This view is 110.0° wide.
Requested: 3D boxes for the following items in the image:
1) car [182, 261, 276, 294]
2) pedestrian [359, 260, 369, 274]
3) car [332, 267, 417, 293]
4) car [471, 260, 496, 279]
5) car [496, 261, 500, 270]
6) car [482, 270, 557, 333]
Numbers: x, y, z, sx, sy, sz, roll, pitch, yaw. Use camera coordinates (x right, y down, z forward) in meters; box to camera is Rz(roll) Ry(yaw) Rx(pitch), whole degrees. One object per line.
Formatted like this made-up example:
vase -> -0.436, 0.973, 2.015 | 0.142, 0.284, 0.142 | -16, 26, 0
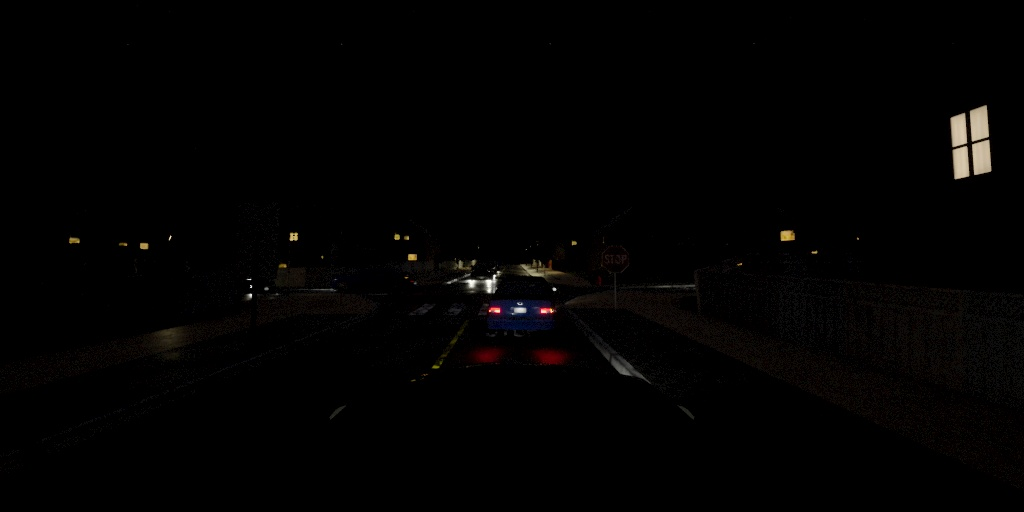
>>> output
car -> -14.476, 1.060, 17.999 | 4.553, 1.767, 2.097 | 0, -3, 2
pedestrian -> -9.792, 1.148, 23.672 | 0.375, 1.860, 0.375 | 0, -3, -1
car -> -7.956, 1.385, 20.899 | 4.674, 1.442, 1.812 | 0, -3, -2
car -> -2.807, 1.307, 34.293 | 1.882, 1.535, 5.008 | 0, 0, 0
car -> -2.788, 1.372, 43.746 | 1.837, 1.490, 4.892 | 0, 0, 0
car -> 0.375, 1.310, 10.809 | 2.033, 1.411, 5.357 | 0, 0, 4
